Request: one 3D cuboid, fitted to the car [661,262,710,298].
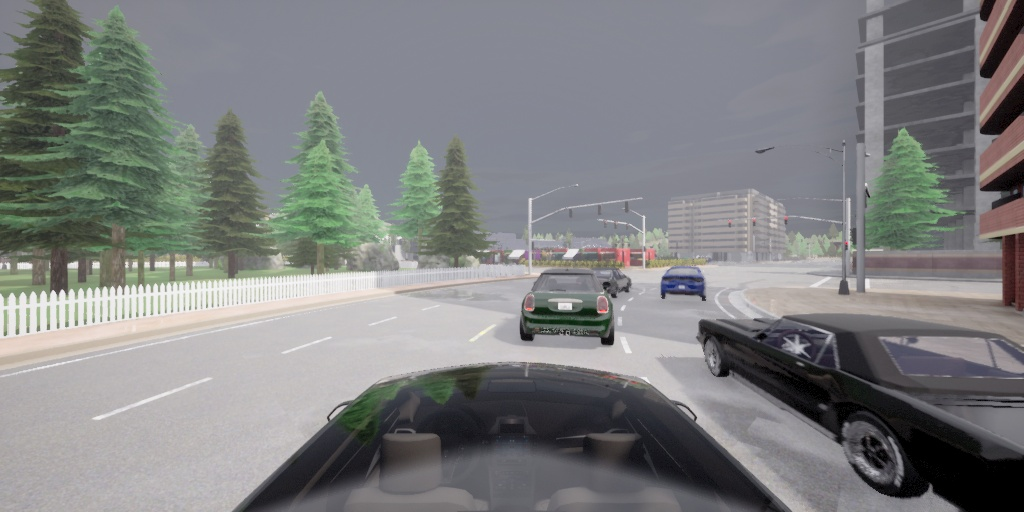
[{"bbox_3d":[8.677,1.229,17.937,1.882,1.535,5.008,0,0,29],"label":"car"}]

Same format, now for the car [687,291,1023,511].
[{"bbox_3d":[4.076,1.351,4.329,1.895,1.301,4.718,0,0,5],"label":"car"}]

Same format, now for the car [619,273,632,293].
[{"bbox_3d":[4.827,1.298,18.552,2.033,1.411,5.357,0,0,29],"label":"car"}]

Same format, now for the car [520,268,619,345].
[{"bbox_3d":[1.598,1.102,9.792,2.097,1.767,4.553,0,0,12],"label":"car"}]
